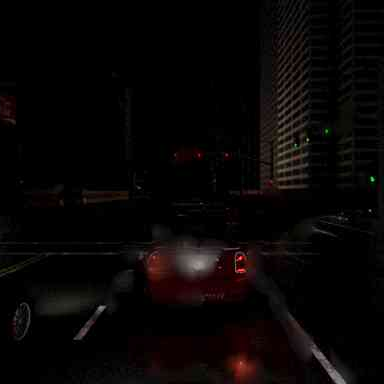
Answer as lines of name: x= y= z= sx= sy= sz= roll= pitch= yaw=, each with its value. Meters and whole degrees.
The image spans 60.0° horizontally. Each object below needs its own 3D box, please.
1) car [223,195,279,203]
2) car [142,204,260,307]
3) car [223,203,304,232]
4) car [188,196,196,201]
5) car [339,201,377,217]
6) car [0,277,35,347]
car: x=4.726 y=1.221 z=22.924 sx=5.566 sy=2.045 sz=2.150 roll=0 pitch=0 yaw=0
car: x=0.105 y=1.352 z=8.125 sx=2.097 sy=1.767 sz=4.553 roll=0 pitch=0 yaw=0
car: x=3.580 y=1.547 z=19.418 sx=5.357 sy=1.411 sz=2.033 roll=0 pitch=0 yaw=0
car: x=0.057 y=1.595 z=83.474 sx=1.895 sy=1.301 sz=4.718 roll=0 pitch=0 yaw=0
car: x=16.291 y=1.547 z=30.177 sx=5.357 sy=1.411 sz=2.033 roll=0 pitch=0 yaw=0
car: x=-3.396 y=1.526 z=3.350 sx=1.812 sy=1.442 sz=4.674 roll=0 pitch=0 yaw=0
